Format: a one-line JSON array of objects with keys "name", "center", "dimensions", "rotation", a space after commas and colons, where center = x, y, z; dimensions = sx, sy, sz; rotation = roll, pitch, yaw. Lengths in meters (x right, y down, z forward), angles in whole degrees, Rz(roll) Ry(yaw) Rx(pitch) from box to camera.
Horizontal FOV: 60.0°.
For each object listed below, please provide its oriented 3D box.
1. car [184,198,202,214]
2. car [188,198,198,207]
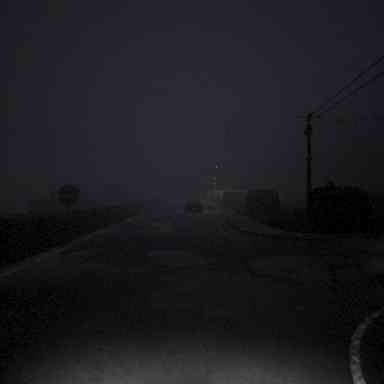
[{"name": "car", "center": [0.159, 1.694, 38.599], "dimensions": [1.882, 1.535, 5.008], "rotation": [0, 0, 0]}, {"name": "car", "center": [0.141, 1.855, 62.181], "dimensions": [1.837, 1.490, 4.892], "rotation": [0, 0, 1]}]
